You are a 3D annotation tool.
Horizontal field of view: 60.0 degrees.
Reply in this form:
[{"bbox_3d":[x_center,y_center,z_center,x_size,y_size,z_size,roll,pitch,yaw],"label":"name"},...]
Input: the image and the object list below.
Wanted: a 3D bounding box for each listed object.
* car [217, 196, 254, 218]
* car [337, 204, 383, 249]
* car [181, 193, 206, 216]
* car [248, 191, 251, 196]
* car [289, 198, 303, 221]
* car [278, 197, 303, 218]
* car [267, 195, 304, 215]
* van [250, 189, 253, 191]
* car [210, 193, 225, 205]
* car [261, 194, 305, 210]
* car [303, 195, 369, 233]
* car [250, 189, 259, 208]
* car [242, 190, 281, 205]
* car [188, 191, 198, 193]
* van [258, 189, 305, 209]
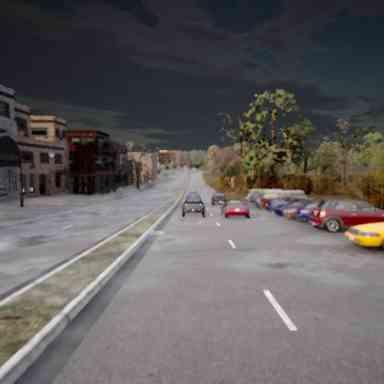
[{"bbox_3d":[3.364,1.252,26.631,1.994,1.385,4.181,0,1,0],"label":"car"},{"bbox_3d":[8.617,1.371,12.410,5.366,1.575,1.946,0,1,0],"label":"car"},{"bbox_3d":[0.121,1.152,28.024,2.128,1.511,4.902,0,1,0],"label":"car"},{"bbox_3d":[8.825,0.956,37.200,4.892,1.521,2.231,0,1,0],"label":"car"},{"bbox_3d":[8.809,1.306,20.674,4.674,1.452,2.002,0,1,0],"label":"car"},{"bbox_3d":[8.817,1.263,23.428,4.674,1.452,2.002,0,1,0],"label":"car"},{"bbox_3d":[8.788,1.207,26.186,4.792,1.488,2.163,0,1,0],"label":"car"},{"bbox_3d":[8.718,0.663,39.952,4.442,1.987,1.878,0,2,0],"label":"van"},{"bbox_3d":[3.392,0.843,42.580,1.837,1.490,4.892,0,2,0],"label":"car"},{"bbox_3d":[8.851,1.155,28.938,4.792,1.488,2.163,0,1,0],"label":"car"},{"bbox_3d":[8.778,1.182,17.911,4.553,1.767,2.185,0,1,0],"label":"car"},{"bbox_3d":[8.797,0.889,34.571,4.553,1.767,2.185,0,1,0],"label":"car"},{"bbox_3d":[8.867,0.690,42.706,4.553,1.767,2.185,0,2,0],"label":"car"},{"bbox_3d":[0.143,0.685,42.721,2.097,1.767,4.553,0,1,0],"label":"car"},{"bbox_3d":[8.941,0.848,31.685,4.442,1.987,1.878,0,1,0],"label":"van"}]
